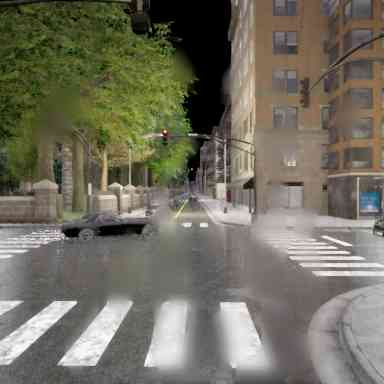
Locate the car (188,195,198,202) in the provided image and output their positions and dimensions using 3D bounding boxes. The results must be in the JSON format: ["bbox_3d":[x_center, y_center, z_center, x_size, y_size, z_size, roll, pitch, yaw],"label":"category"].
[{"bbox_3d":[0.227,1.424,70.695,1.812,1.442,4.674,0,0,0],"label":"car"}]

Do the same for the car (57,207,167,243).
[{"bbox_3d":[-3.878,1.597,16.011,4.718,1.301,1.895,0,0,-29],"label":"car"}]

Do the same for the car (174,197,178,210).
[{"bbox_3d":[-2.994,1.563,39.823,1.895,1.301,4.718,0,0,0],"label":"car"}]

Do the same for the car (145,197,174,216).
[{"bbox_3d":[-3.007,1.472,29.740,2.128,1.511,4.902,0,0,0],"label":"car"}]

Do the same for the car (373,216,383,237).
[{"bbox_3d":[11.009,1.366,15.502,4.553,1.767,2.097,0,0,1],"label":"car"}]
